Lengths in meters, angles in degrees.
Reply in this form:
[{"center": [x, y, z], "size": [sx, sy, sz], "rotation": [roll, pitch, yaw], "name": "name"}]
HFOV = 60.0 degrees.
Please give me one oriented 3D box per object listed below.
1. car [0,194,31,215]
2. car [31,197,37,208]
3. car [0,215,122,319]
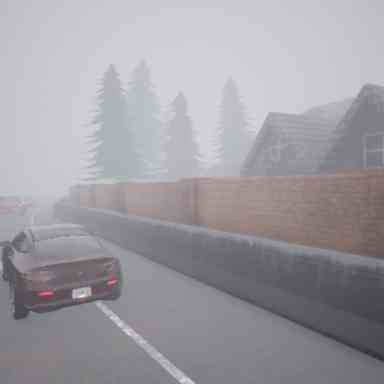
[{"center": [-15.065, 1.060, 27.842], "size": [2.097, 1.767, 4.553], "rotation": [-2, 1, -22], "name": "car"}, {"center": [-19.081, 1.172, 38.315], "size": [1.895, 1.301, 4.718], "rotation": [-1, 1, -17], "name": "car"}, {"center": [-2.997, 1.425, 7.251], "size": [1.812, 1.442, 4.674], "rotation": [-2, 1, -32], "name": "car"}]
